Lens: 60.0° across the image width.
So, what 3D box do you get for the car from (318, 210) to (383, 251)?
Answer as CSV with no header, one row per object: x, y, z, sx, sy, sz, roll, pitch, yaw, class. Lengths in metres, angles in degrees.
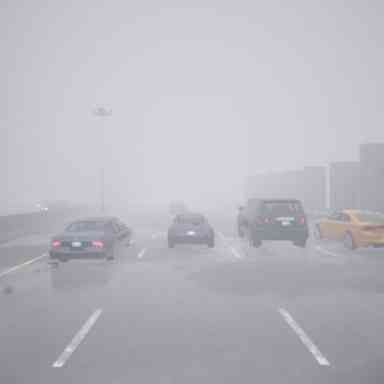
6.963,1.505,14.329,1.882,1.535,5.008,0,0,-1,car

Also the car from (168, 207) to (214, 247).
-0.078,1.615,15.300,1.994,1.385,4.181,0,0,-1,car

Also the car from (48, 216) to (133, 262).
-3.472,1.598,12.340,2.033,1.411,5.357,0,0,-1,car

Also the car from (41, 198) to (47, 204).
-22.629,1.801,54.079,1.994,1.385,4.181,0,0,-13,car

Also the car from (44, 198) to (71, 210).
-16.694,1.732,42.368,2.033,1.411,5.357,0,0,-9,car

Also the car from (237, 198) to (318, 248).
3.470,1.263,15.229,2.150,2.045,5.566,0,0,-1,car

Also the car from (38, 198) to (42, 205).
-30.424,1.888,68.265,1.895,1.301,4.718,0,0,-19,car

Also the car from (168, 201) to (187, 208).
-1.672,1.692,37.497,1.994,1.385,4.181,0,0,-8,car
